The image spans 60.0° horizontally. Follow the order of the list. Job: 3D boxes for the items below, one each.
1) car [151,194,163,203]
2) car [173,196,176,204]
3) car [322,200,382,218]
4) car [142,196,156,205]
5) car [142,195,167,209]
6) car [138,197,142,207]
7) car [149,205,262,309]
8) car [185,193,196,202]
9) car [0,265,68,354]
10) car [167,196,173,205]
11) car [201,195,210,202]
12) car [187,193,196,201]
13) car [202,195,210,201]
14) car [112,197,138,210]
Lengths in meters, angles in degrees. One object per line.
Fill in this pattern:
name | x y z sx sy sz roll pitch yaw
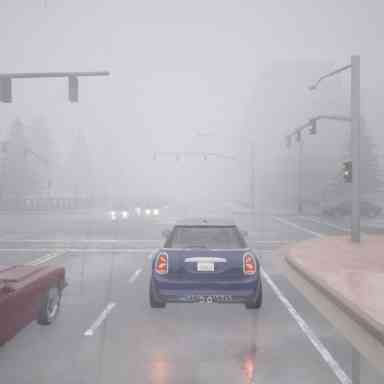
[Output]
car | -7.502 1.355 72.030 2.097 1.767 4.553 0 0 2
car | -4.284 1.477 65.409 1.882 1.535 5.008 0 0 3
car | 14.110 1.505 29.472 4.892 1.490 1.837 0 0 4
car | -7.948 1.504 61.874 1.837 1.490 4.892 0 0 3
car | -5.086 1.491 45.751 2.128 1.511 4.902 0 0 2
car | -8.356 1.491 51.788 2.128 1.511 4.902 0 0 2
car | 0.303 1.352 8.045 2.097 1.767 4.553 0 0 2
car | -0.471 1.519 72.710 1.812 1.442 4.674 0 0 2
car | -3.308 1.601 4.171 1.895 1.301 4.718 0 0 2
car | -4.724 1.477 55.110 1.882 1.535 5.008 0 0 2
car | 3.064 1.548 73.575 1.994 1.385 4.181 0 0 2
car | -0.105 1.222 82.441 2.150 2.045 5.566 0 0 2
car | 3.391 1.475 82.279 1.882 1.535 5.008 0 0 2
car | -8.712 1.601 42.483 1.895 1.301 4.718 0 0 2
